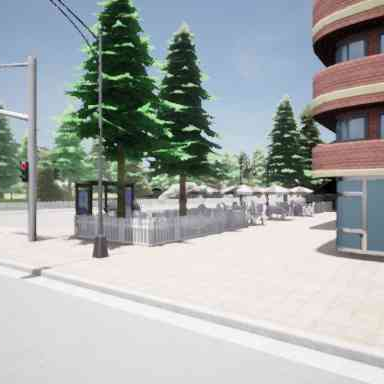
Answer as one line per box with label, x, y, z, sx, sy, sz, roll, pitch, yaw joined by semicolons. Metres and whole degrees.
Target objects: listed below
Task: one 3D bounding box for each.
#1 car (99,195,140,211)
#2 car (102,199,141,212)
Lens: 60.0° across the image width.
car;-8.674;1.296;40.102;2.097;1.767;4.553;0;0;38
car;-7.501;1.509;35.866;1.994;1.385;4.181;0;0;37
